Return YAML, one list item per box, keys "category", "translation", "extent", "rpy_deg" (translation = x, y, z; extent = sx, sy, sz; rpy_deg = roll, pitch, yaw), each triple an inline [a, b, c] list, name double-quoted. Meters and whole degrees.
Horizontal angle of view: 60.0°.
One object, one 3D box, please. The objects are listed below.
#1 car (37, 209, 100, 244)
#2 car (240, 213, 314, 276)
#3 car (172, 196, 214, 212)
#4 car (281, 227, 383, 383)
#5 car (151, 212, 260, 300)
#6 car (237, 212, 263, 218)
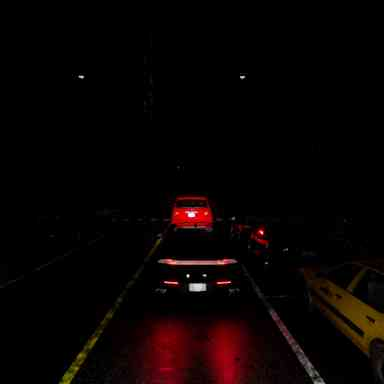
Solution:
- category: "car"
  translation: [-5.682, 1.539, 15.778]
  extent: [1.887, 1.381, 4.507]
  rpy_deg: [-1, 0, 0]
- category: "car"
  translation: [2.864, 1.563, 10.197]
  extent: [1.947, 1.339, 4.313]
  rpy_deg: [-1, 0, 0]
- category: "car"
  translation: [0.063, 1.215, 18.718]
  extent: [2.150, 2.045, 5.566]
  rpy_deg: [0, 0, 2]
- category: "car"
  translation: [2.865, 1.524, 4.781]
  extent: [1.752, 1.417, 4.829]
  rpy_deg: [-1, 0, 0]
- category: "car"
  translation: [0.097, 1.489, 8.370]
  extent: [2.128, 1.511, 4.902]
  rpy_deg: [0, 0, 0]
- category: "car"
  translation: [2.863, 1.576, 15.783]
  extent: [1.802, 1.307, 4.206]
  rpy_deg: [-1, 0, 0]
